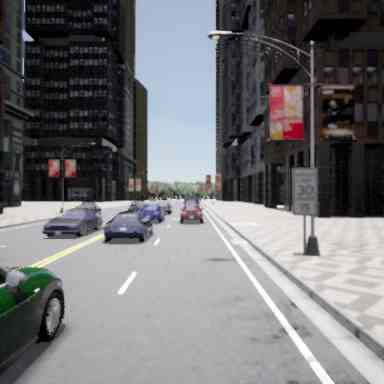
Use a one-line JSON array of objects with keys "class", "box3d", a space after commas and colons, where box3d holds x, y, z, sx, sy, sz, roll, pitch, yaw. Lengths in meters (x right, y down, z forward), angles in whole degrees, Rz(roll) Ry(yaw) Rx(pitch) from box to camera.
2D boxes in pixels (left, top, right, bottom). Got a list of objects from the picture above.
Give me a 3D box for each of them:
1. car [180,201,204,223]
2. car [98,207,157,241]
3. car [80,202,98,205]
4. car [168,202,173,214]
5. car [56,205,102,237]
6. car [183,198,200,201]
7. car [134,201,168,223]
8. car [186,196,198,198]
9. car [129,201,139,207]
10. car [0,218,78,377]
[{"class": "car", "box3d": [-0.024, 1.706, 26.988, 1.812, 1.442, 4.674, 0, 0, 0]}, {"class": "car", "box3d": [-3.168, 1.682, 17.284, 1.994, 1.385, 4.181, 0, 0, 0]}, {"class": "car", "box3d": [-9.855, 1.736, 31.592, 1.812, 1.442, 4.674, 0, 0, 0]}, {"class": "car", "box3d": [-3.277, 1.802, 38.460, 2.033, 1.411, 5.357, 0, 0, 0]}, {"class": "car", "box3d": [-6.615, 1.677, 19.103, 2.033, 1.411, 5.357, 0, 0, 0]}, {"class": "car", "box3d": [-0.034, 1.724, 37.182, 1.882, 1.535, 5.008, 0, 0, 0]}, {"class": "car", "box3d": [-3.275, 1.709, 27.402, 1.812, 1.442, 4.674, 0, 0, 0]}, {"class": "car", "box3d": [-0.040, 1.536, 47.655, 2.150, 2.045, 5.566, 0, 0, 0]}, {"class": "car", "box3d": [-6.542, 1.837, 41.061, 1.994, 1.385, 4.181, 0, 0, 0]}, {"class": "car", "box3d": [-3.152, 1.379, 3.692, 2.097, 1.767, 4.553, 0, 0, 0]}]
